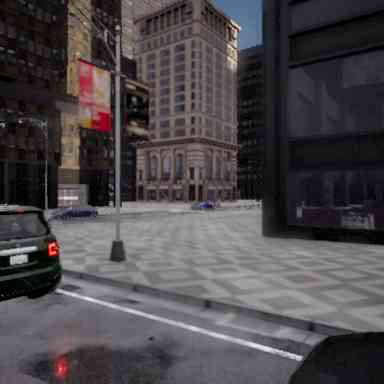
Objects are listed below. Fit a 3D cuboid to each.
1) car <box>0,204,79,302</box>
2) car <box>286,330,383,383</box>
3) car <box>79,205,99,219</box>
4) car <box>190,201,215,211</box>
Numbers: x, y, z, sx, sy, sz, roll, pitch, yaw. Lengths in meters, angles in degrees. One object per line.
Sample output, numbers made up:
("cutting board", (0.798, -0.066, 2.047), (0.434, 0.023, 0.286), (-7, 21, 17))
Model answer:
("car", (-5.215, 1.300, 7.408), (5.566, 2.045, 2.150), (-1, 0, 36))
("car", (2.580, 1.553, 1.856), (4.181, 1.385, 1.994), (-1, 0, 35))
("car", (-10.995, 1.882, 31.346), (1.812, 1.442, 4.674), (0, 0, 35))
("car", (1.646, 2.006, 49.132), (1.812, 1.442, 4.674), (0, 0, 36))
